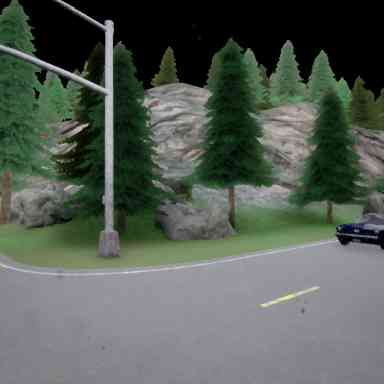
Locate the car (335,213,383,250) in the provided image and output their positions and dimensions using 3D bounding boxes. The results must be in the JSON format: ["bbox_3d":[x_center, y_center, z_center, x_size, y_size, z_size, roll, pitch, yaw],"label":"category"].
[{"bbox_3d":[8.198,1.610,14.516,4.718,1.301,1.895,0,0,-39],"label":"car"}]
